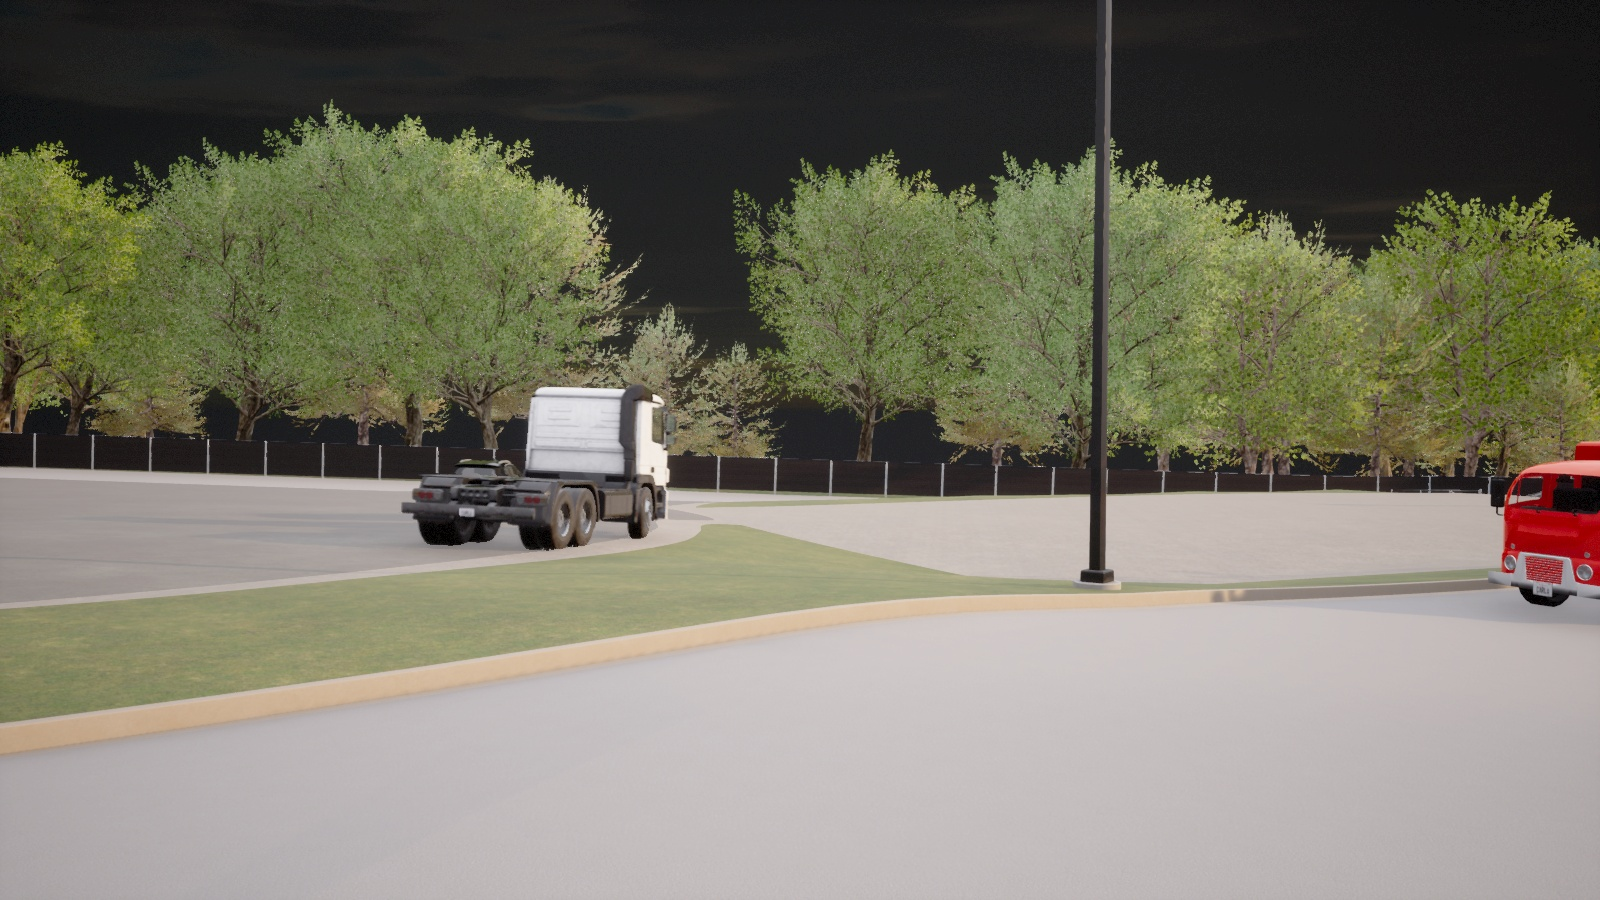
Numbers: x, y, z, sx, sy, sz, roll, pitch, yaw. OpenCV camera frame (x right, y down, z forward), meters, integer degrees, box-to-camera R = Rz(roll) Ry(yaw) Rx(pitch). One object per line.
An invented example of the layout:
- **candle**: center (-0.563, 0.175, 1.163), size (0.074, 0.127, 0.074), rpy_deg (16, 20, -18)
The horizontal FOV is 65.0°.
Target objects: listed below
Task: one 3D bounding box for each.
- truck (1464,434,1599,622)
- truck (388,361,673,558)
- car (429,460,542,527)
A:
- **truck**: center (12.801, 1.018, 18.328), size (5.204, 2.467, 2.627), rpy_deg (0, 2, -20)
- **truck**: center (-5.278, 0.227, 26.528), size (2.891, 3.462, 7.936), rpy_deg (2, -1, 11)
- **car**: center (-8.536, 1.146, 34.503), size (2.033, 1.649, 4.856), rpy_deg (1, -1, -3)
